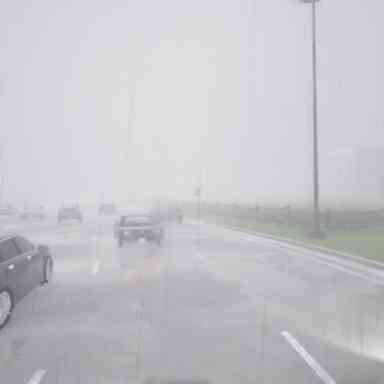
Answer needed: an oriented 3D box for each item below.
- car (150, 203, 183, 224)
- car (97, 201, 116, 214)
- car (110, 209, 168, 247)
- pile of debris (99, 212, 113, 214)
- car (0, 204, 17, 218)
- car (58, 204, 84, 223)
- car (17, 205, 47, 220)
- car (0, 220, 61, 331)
[{"bbox_3d":[-2.041,1.613,25.485,2.128,1.511,4.902,-1,0,-17],"label":"car"},{"bbox_3d":[-10.086,1.751,39.317,1.882,1.535,5.008,-1,0,-18],"label":"car"},{"bbox_3d":[-2.659,1.693,15.656,1.895,1.301,4.718,-1,0,-17],"label":"car"},{"bbox_3d":[-10.160,2.449,39.261,1.500,0.140,1.860,-1,0,-18],"label":"pile of debris"},{"bbox_3d":[-19.740,1.925,35.048,2.033,1.411,5.357,-1,0,-18],"label":"car"},{"bbox_3d":[-10.248,1.725,28.216,2.128,1.511,4.902,-1,0,-17],"label":"car"},{"bbox_3d":[-15.093,1.909,31.969,1.895,1.301,4.718,-1,0,-18],"label":"car"},{"bbox_3d":[-4.272,1.584,6.796,1.837,1.490,4.892,0,0,-10],"label":"car"}]
